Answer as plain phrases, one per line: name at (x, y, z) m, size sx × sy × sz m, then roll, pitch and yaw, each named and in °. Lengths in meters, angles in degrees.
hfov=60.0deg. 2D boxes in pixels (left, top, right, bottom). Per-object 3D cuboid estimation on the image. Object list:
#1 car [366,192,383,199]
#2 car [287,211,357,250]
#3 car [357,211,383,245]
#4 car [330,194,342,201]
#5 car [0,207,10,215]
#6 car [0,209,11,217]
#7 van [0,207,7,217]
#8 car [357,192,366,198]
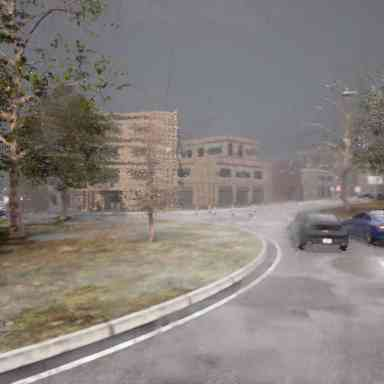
car at (42.043, 0.800, 75.944) m, size 1.994 × 1.385 × 4.181 m, roll -1°, pitch 1°, yaw 44°
car at (5.471, 1.607, 14.860) m, size 1.837 × 1.490 × 4.892 m, roll 1°, pitch 0°, yaw 9°
car at (8.729, 1.609, 15.926) m, size 1.812 × 1.442 × 4.674 m, roll 0°, pitch -1°, yaw 4°
car at (29.986, 1.155, 68.246) m, size 2.128 × 1.511 × 4.902 m, roll -1°, pitch 1°, yaw 44°
car at (-35.254, 3.830, 63.259) m, size 2.002 × 1.452 × 4.674 m, roll 2°, pitch -5°, yaw -35°
car at (-38.429, 4.220, 67.728) m, size 2.163 × 1.488 × 4.792 m, roll 0°, pitch -4°, yaw -35°
van at (-41.668, 4.375, 72.315) m, size 1.878 × 1.987 × 4.442 m, roll 0°, pitch -4°, yaw -35°
car at (41.042, 0.718, 79.571) m, size 1.882 × 1.535 × 5.008 m, roll -1°, pitch 1°, yaw 44°
